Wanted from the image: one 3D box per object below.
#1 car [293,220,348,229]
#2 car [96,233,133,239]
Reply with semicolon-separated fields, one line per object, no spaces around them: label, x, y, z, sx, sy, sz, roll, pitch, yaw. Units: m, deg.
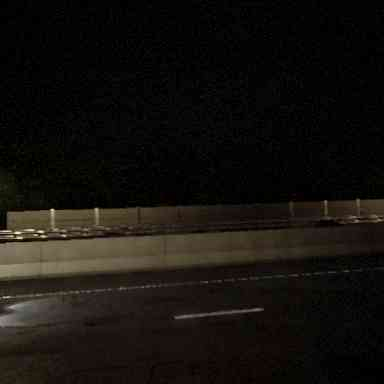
car;9.716;2.872;25.364;4.674;1.442;1.812;-2;-4;-10
car;-4.787;3.061;19.133;4.181;1.385;1.994;-2;-4;-10
